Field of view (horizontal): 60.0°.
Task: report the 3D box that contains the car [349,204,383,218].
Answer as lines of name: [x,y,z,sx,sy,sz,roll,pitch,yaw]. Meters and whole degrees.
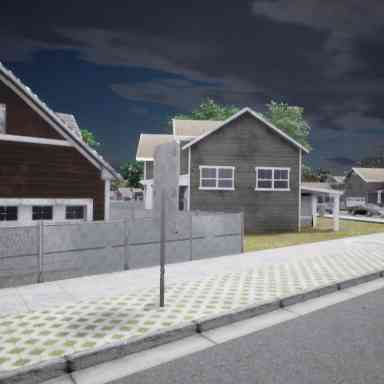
car: [18.996,1.997,35.987,2.128,1.511,4.902,1,-2,-5]

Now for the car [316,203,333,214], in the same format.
car: [17.971,2.302,46.484,1.837,1.490,4.892,1,-2,-6]
